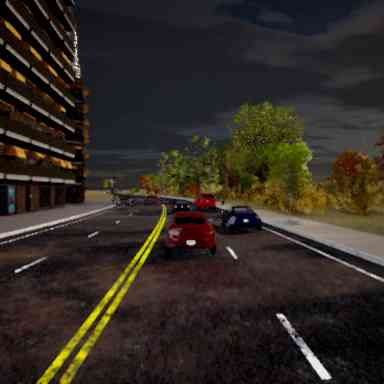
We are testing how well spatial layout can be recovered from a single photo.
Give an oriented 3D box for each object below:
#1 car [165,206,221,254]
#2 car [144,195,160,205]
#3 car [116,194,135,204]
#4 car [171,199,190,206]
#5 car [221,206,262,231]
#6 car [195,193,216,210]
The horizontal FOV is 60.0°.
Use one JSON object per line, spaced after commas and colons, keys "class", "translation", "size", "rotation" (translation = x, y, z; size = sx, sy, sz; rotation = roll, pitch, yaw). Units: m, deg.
{"class": "car", "translation": [-0.101, 1.507, 13.346], "size": [1.812, 1.442, 4.674], "rotation": [0, 0, -2]}
{"class": "car", "translation": [-5.088, 1.075, 42.203], "size": [1.882, 1.535, 5.008], "rotation": [0, 0, -5]}
{"class": "car", "translation": [-8.328, 0.963, 41.951], "size": [2.097, 1.767, 4.553], "rotation": [0, 0, -5]}
{"class": "car", "translation": [-1.195, 1.492, 35.742], "size": [2.033, 1.411, 5.357], "rotation": [0, 0, -4]}
{"class": "car", "translation": [2.893, 1.527, 20.315], "size": [1.994, 1.385, 4.181], "rotation": [0, 0, -2]}
{"class": "car", "translation": [1.598, 1.150, 40.969], "size": [2.150, 2.045, 5.566], "rotation": [0, 0, -4]}
